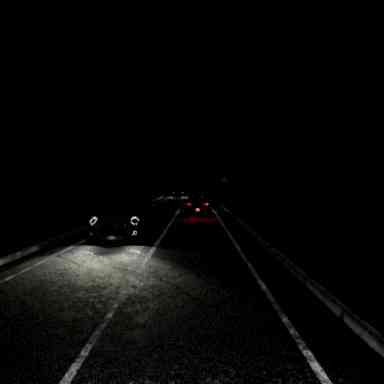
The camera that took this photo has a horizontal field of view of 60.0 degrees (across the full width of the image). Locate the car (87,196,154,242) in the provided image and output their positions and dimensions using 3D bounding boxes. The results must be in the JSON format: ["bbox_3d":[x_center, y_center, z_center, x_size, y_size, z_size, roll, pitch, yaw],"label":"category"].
[{"bbox_3d":[-2.915,1.040,14.423,2.097,1.767,4.553,0,1,1],"label":"car"}]

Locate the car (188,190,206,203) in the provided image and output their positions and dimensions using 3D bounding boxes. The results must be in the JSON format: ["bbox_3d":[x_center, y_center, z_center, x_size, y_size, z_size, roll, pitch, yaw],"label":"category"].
[{"bbox_3d":[0.642,0.539,41.685,2.033,1.411,5.357,0,2,1],"label":"car"}]

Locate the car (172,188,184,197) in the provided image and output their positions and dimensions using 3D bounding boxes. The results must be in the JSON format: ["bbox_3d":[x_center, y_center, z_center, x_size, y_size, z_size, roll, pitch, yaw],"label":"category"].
[{"bbox_3d":[-2.309,0.027,57.088,1.882,1.535,5.008,0,2,1],"label":"car"}]

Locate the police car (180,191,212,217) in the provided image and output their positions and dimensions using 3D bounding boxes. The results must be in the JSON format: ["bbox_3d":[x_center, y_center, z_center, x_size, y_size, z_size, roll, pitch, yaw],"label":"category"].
[{"bbox_3d":[0.413,0.953,24.302,2.038,1.542,4.974,0,1,1],"label":"police car"}]
